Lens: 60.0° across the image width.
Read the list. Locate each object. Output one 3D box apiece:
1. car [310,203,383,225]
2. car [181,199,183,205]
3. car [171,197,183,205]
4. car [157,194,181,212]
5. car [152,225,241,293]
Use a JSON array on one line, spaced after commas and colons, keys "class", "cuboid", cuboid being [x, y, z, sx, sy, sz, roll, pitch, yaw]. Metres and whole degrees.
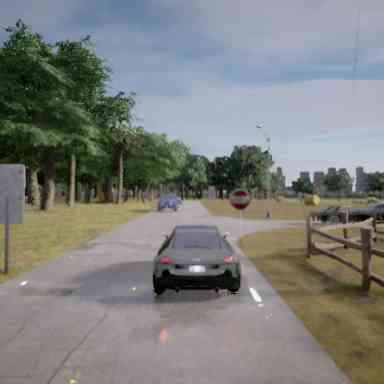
[{"class": "car", "cuboid": [10.774, 1.567, 22.900, 4.718, 1.301, 1.895, 0, -2, 0]}, {"class": "car", "cuboid": [-2.798, 1.609, 49.919, 2.033, 1.411, 5.357, 0, 0, 1]}, {"class": "car", "cuboid": [-2.746, 1.653, 61.324, 1.812, 1.442, 4.674, 0, 0, 1]}, {"class": "car", "cuboid": [-2.821, 1.237, 39.601, 2.150, 2.045, 5.566, 0, 0, 0]}, {"class": "car", "cuboid": [0.108, 1.555, 8.874, 1.994, 1.385, 4.181, 0, 0, 0]}]
